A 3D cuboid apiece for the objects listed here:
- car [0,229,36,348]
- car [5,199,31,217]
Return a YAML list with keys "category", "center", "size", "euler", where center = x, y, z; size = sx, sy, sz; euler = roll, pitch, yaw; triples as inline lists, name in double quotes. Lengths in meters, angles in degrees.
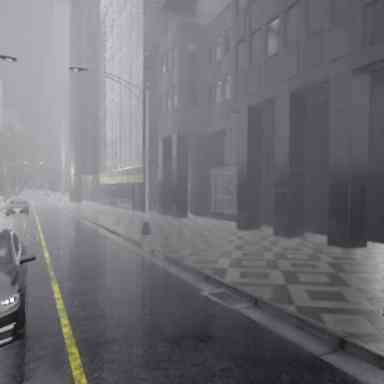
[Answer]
- category: "car"
  center: [-4.033, 1.487, 6.083]
  size: [2.128, 1.511, 4.902]
  euler: [0, 0, -26]
- category: "car"
  center: [-16.397, 1.454, 31.433]
  size: [2.128, 1.511, 4.902]
  euler: [0, 0, -26]
